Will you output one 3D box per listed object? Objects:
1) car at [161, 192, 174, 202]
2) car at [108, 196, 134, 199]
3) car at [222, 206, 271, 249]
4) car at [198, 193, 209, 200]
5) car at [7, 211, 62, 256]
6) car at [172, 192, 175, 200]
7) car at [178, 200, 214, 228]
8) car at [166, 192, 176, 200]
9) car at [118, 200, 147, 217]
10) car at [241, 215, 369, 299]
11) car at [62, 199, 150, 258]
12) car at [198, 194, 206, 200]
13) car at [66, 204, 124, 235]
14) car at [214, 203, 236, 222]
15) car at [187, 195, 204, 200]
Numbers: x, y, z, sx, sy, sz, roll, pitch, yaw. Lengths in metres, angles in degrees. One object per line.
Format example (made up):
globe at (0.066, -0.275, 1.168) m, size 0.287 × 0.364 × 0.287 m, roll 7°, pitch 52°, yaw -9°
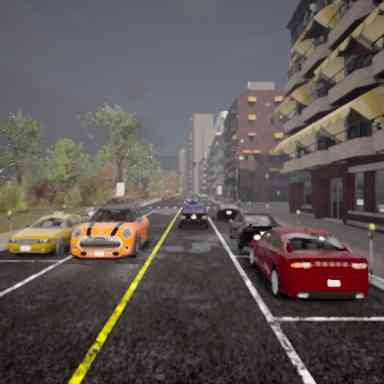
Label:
car at (-5.301, 1.273, 68.252) m, size 1.887 × 1.381 × 4.507 m, roll 1°, pitch 0°, yaw 0°
car at (-5.303, 1.211, 24.482) m, size 2.192 × 1.841 × 5.009 m, roll 1°, pitch 0°, yaw 0°
car at (2.574, 1.505, 13.917) m, size 1.947 × 1.339 × 4.313 m, roll 1°, pitch 0°, yaw 0°
car at (2.579, 1.276, 69.055) m, size 2.008 × 1.369 × 4.403 m, roll 1°, pitch 0°, yaw 0°
car at (-5.306, 1.469, 13.005) m, size 1.752 × 1.417 × 4.829 m, roll 1°, pitch 0°, yaw 0°
car at (-5.298, 1.004, 79.603) m, size 2.192 × 1.841 × 5.009 m, roll 1°, pitch 0°, yaw 0°
car at (0.102, 1.456, 21.320) m, size 2.033 × 1.411 × 5.357 m, roll 0°, pitch 0°, yaw 0°
car at (-5.297, 0.985, 85.279) m, size 2.192 × 1.841 × 5.009 m, roll 1°, pitch 0°, yaw 0°
car at (-5.305, 1.455, 30.137) m, size 1.802 × 1.307 × 4.206 m, roll 1°, pitch 0°, yaw 0°
car at (2.574, 1.508, 8.256) m, size 1.887 × 1.381 × 4.507 m, roll 1°, pitch 0°, yaw 0°
car at (-2.846, 1.298, 12.468) m, size 2.097 × 1.767 × 4.553 m, roll 0°, pitch 0°, yaw 0°
car at (2.581, 1.249, 86.104) m, size 1.802 × 1.307 × 4.206 m, roll 1°, pitch 0°, yaw 0°
car at (-5.306, 1.470, 18.829) m, size 2.008 × 1.369 × 4.403 m, roll 1°, pitch 0°, yaw 0°
car at (2.575, 1.459, 25.238) m, size 1.947 × 1.339 × 4.313 m, roll 1°, pitch 0°, yaw 0°
car at (0.111, 1.370, 37.349) m, size 1.812 × 1.442 × 4.674 m, roll 0°, pitch 0°, yaw 0°
